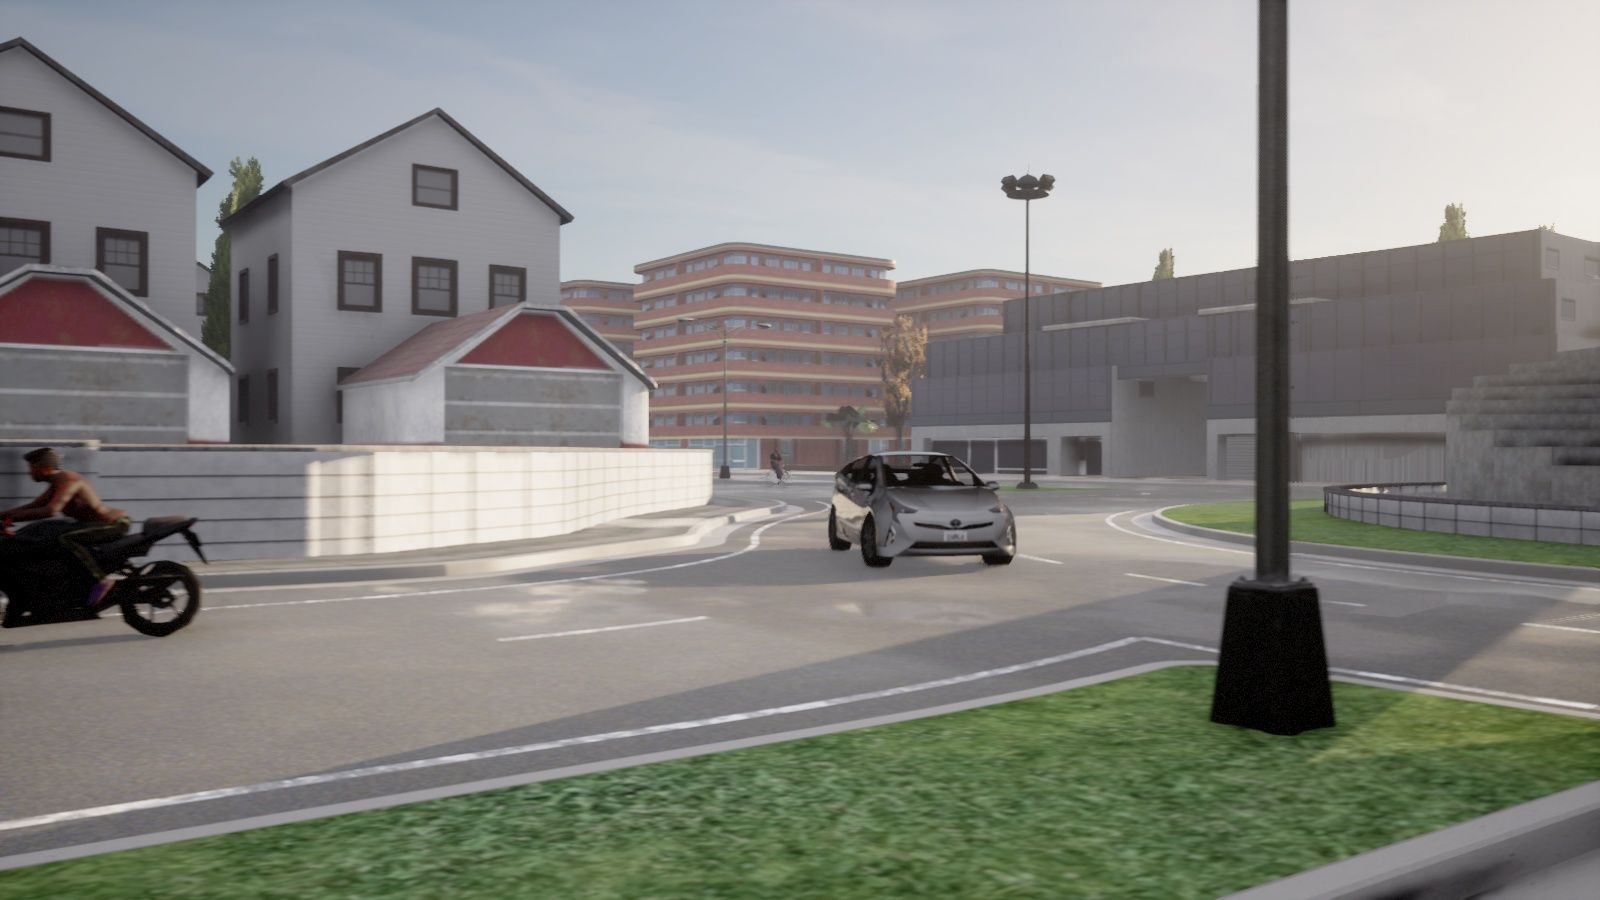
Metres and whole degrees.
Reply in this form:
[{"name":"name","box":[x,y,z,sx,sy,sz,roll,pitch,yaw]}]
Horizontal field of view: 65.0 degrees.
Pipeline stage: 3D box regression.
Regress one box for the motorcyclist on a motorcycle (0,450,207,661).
[{"name":"motorcyclist on a motorcycle","box":[-5.730,0.763,9.592,2.044,1.523,0.797,0,0,-37]}]

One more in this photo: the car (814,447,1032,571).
[{"name":"car","box":[1.570,0.733,17.868,2.007,1.525,4.514,0,0,-9]}]

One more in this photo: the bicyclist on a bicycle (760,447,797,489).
[{"name":"bicyclist on a bicycle","box":[-0.940,0.753,54.166,0.659,1.776,1.843,0,0,-35]}]
